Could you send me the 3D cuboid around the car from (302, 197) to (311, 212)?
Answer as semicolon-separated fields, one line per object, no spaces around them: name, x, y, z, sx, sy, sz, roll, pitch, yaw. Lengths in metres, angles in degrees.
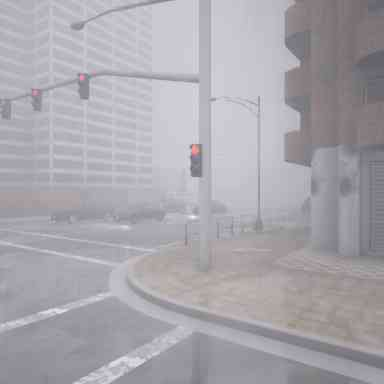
car;14.466;1.352;38.722;2.097;1.767;4.553;0;0;35

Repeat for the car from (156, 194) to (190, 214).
car;-2.601;1.352;33.099;2.097;1.767;4.553;0;0;35

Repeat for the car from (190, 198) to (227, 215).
car;1.821;1.564;33.271;1.994;1.385;4.181;0;0;36

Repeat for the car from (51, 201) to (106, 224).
car;-8.176;1.477;25.230;1.882;1.535;5.008;0;0;35

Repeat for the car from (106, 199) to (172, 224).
car;-3.875;1.525;25.218;1.812;1.442;4.674;0;0;35
